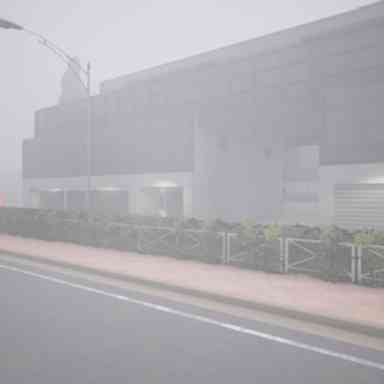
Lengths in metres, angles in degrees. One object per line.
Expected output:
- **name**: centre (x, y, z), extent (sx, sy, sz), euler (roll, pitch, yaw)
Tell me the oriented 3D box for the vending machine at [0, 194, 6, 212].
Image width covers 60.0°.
- **vending machine**: centre (-21.914, 1.227, 37.724), extent (1.100, 2.100, 0.880), euler (0, 0, -10)
